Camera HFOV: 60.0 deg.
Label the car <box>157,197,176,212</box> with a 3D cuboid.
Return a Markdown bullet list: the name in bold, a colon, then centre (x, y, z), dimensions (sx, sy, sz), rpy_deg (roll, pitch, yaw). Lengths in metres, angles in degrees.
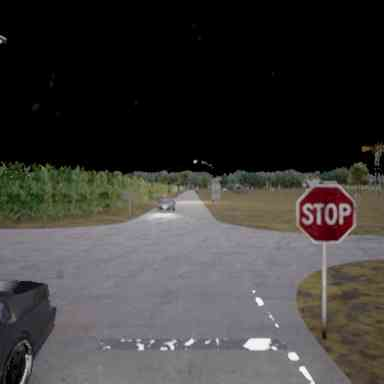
- **car**: centre (-2.743, 1.350, 36.289), dimensions (2.128, 1.511, 4.902), rpy_deg (0, 0, 0)

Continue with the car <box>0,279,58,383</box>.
- **car**: centre (-2.753, 1.542, 2.261), dimensions (2.033, 1.411, 5.357), rpy_deg (0, 0, 0)
